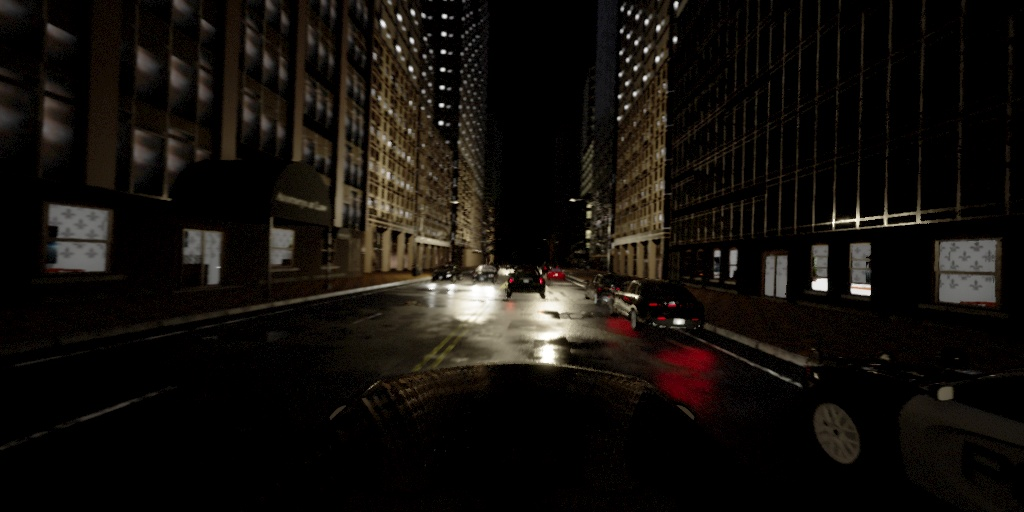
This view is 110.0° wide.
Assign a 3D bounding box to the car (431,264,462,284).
[{"bbox_3d":[-5.438,1.464,30.337,1.837,1.490,4.892,2,-1,3],"label":"car"}]

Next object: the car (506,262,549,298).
[{"bbox_3d":[0.852,1.389,21.134,2.097,1.767,4.553,2,-1,3],"label":"car"}]

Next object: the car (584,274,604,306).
[{"bbox_3d":[4.831,1.628,17.951,1.837,1.490,4.892,2,-1,3],"label":"car"}]

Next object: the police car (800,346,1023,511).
[{"bbox_3d":[4.116,1.313,2.080,1.930,1.638,5.238,2,-1,3],"label":"police car"}]

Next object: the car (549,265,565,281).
[{"bbox_3d":[4.895,2.001,40.403,1.994,1.385,4.181,2,-1,3],"label":"car"}]

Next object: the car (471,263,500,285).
[{"bbox_3d":[-2.192,1.554,30.200,2.128,1.511,4.902,2,-1,3],"label":"car"}]

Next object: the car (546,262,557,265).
[{"bbox_3d":[5.337,1.820,50.480,2.150,2.045,5.566,2,-1,3],"label":"car"}]

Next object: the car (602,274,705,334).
[{"bbox_3d":[4.560,1.539,11.958,1.837,1.490,4.892,2,-1,3],"label":"car"}]
